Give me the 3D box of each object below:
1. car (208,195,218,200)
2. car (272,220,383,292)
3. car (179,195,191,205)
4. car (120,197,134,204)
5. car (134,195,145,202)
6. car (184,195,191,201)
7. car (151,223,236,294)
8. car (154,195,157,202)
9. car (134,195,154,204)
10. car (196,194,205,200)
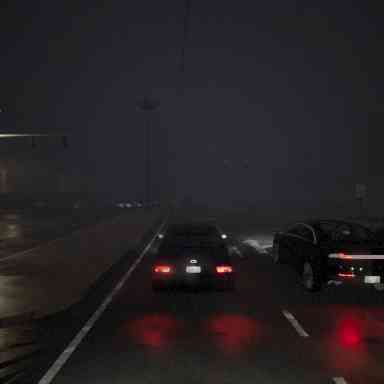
[{"bbox_3d":[5.826,1.472,89.336,1.882,1.535,5.008,0,0,0],"label":"car"},{"bbox_3d":[3.518,1.491,8.901,2.128,1.511,4.902,0,0,0],"label":"car"},{"bbox_3d":[-1.213,1.563,58.437,1.994,1.385,4.181,0,0,0],"label":"car"},{"bbox_3d":[-12.728,1.601,65.124,1.895,1.301,4.718,0,0,1],"label":"car"},{"bbox_3d":[-12.686,1.524,80.208,1.812,1.442,4.674,0,0,0],"label":"car"},{"bbox_3d":[-1.174,1.534,89.329,2.033,1.411,5.357,0,0,0],"label":"car"},{"bbox_3d":[0.019,1.547,8.953,2.033,1.411,5.357,0,0,0],"label":"car"},{"bbox_3d":[-9.187,1.478,78.998,1.882,1.535,5.008,0,0,0],"label":"car"},{"bbox_3d":[-9.250,1.351,64.142,2.097,1.767,4.553,0,0,1],"label":"car"},{"bbox_3d":[2.326,1.496,89.406,1.837,1.490,4.892,0,0,0],"label":"car"}]
